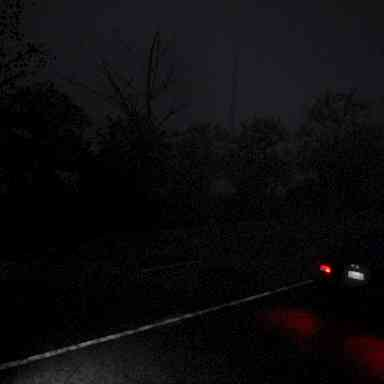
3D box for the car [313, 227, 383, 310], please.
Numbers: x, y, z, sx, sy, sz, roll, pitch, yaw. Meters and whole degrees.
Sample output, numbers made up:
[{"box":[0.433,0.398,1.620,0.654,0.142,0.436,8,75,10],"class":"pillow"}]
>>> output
[{"box":[4.873,1.452,7.224,5.357,1.411,2.033,-1,1,-36],"class":"car"}]
